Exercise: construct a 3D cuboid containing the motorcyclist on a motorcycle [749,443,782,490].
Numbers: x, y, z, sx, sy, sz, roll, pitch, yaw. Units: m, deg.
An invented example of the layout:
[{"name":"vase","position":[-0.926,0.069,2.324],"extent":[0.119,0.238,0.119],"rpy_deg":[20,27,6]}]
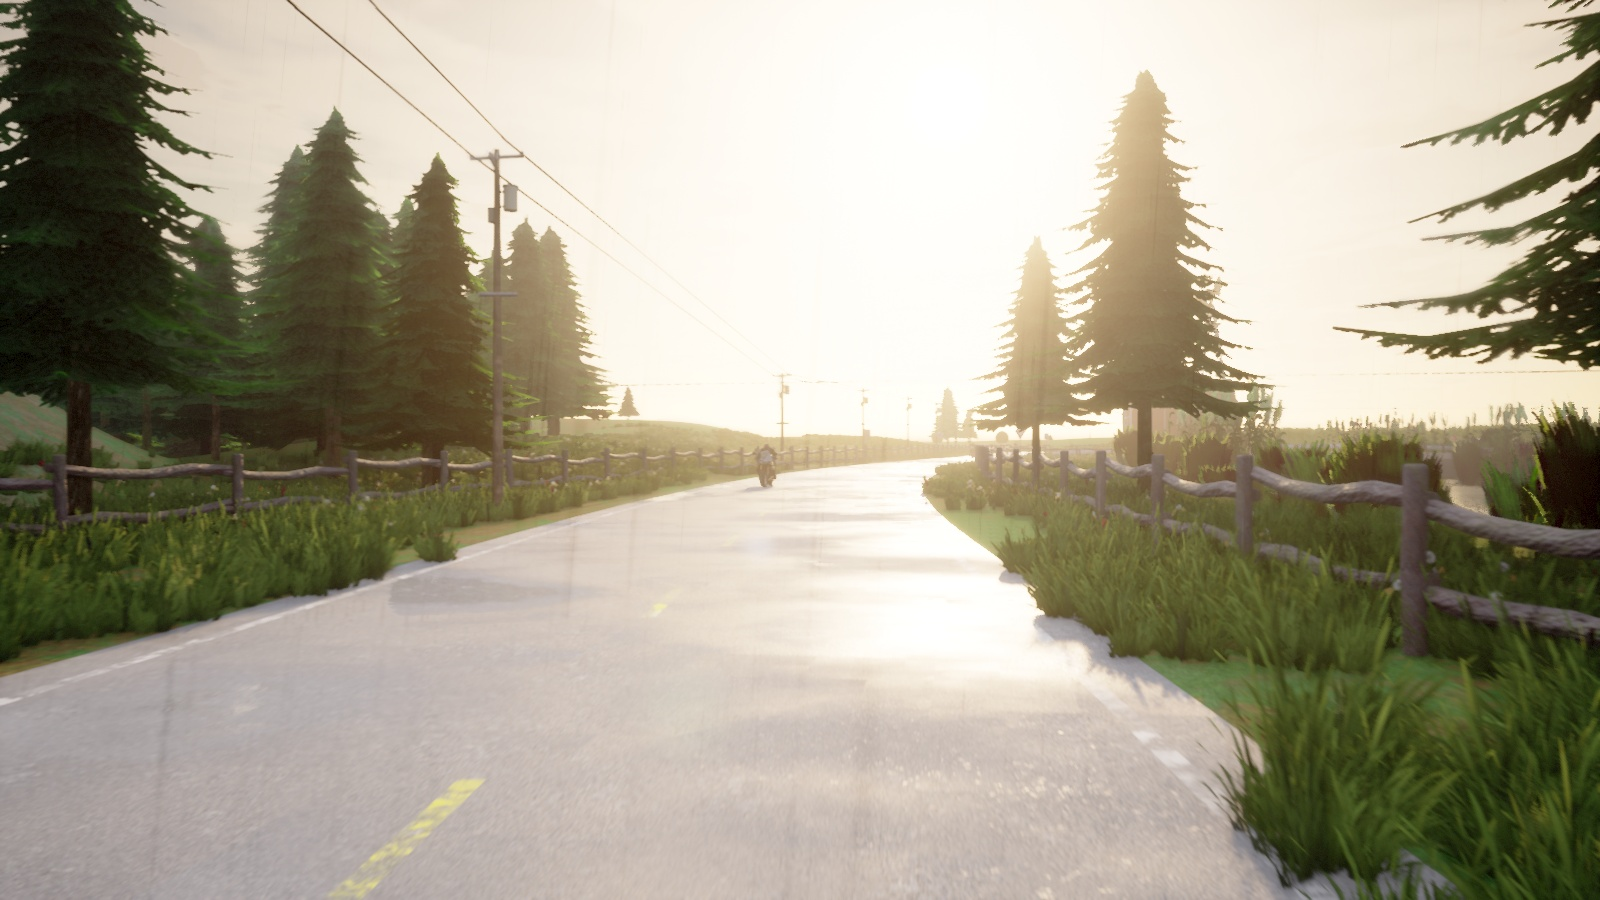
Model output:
[{"name":"motorcyclist on a motorcycle","position":[-1.152,0.541,42.482],"extent":[0.866,1.530,2.191],"rpy_deg":[0,0,6]}]
